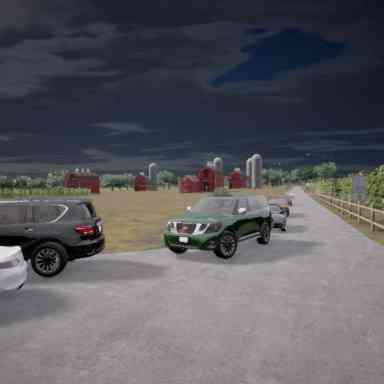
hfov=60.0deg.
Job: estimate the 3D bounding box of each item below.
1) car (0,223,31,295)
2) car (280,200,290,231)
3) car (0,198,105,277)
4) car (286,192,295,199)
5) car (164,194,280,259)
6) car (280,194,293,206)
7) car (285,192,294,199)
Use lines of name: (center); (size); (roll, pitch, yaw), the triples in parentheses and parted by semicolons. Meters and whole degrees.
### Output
car: (-5.722, 1.613, 6.277); (4.674, 1.442, 1.812); (-2, 1, -25)
car: (4.376, 1.384, 19.032); (1.994, 1.385, 4.181); (0, 0, 17)
car: (-5.385, 1.229, 9.616); (5.566, 2.045, 2.150); (-1, 1, -4)
car: (12.170, 1.069, 43.605); (1.837, 1.490, 4.892); (0, 1, 18)
car: (1.272, 1.111, 12.702); (2.150, 2.045, 5.566); (0, 0, 34)
car: (7.025, 1.214, 27.325); (1.882, 1.535, 5.008); (0, 0, 18)
car: (21.074, 0.699, 71.770); (1.882, 1.535, 5.008); (0, 1, 18)
